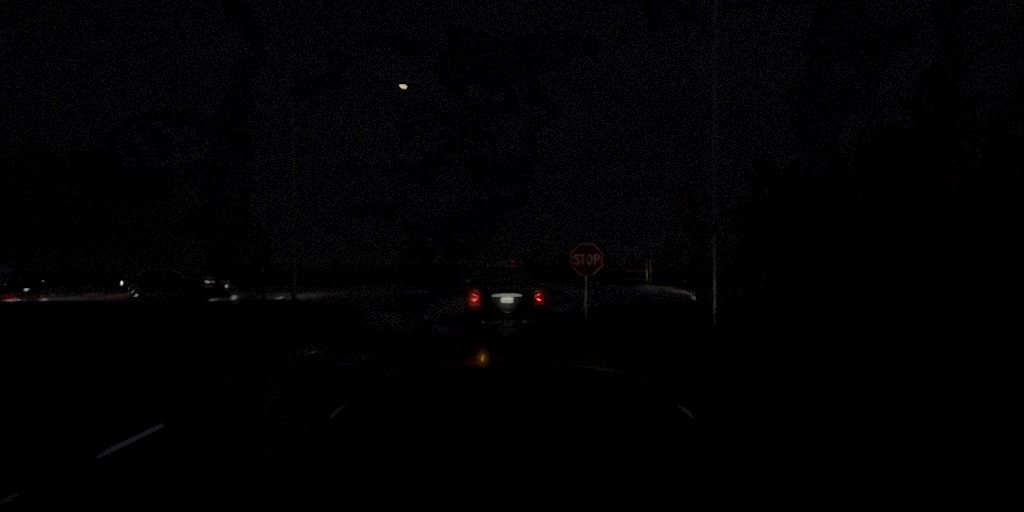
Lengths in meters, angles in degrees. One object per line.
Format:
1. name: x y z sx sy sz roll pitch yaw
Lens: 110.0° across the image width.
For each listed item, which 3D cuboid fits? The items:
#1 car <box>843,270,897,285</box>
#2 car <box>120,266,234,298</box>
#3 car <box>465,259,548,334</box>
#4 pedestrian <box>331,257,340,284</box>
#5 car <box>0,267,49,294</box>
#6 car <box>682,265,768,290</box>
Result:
1. car: 22.734 1.241 21.730 5.008 1.535 1.882 0 2 0
2. car: -17.275 1.309 18.631 4.902 1.511 2.128 0 2 0
3. car: -0.308 1.101 10.864 2.097 1.767 4.553 0 0 -5
4. pedestrian: -12.181 0.995 24.619 0.375 1.860 0.375 0 2 0
5. car: -27.396 1.442 18.596 4.718 1.301 1.895 0 2 0
6. car: 12.833 1.261 21.733 4.674 1.442 1.812 0 2 1
